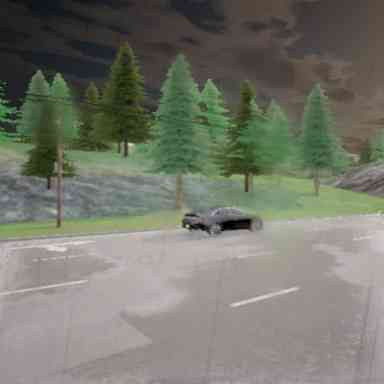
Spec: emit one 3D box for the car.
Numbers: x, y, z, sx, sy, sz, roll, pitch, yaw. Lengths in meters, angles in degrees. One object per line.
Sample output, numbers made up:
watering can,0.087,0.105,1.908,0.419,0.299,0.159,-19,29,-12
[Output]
car,1.771,1.498,17.964,4.902,1.511,2.128,0,0,-35
